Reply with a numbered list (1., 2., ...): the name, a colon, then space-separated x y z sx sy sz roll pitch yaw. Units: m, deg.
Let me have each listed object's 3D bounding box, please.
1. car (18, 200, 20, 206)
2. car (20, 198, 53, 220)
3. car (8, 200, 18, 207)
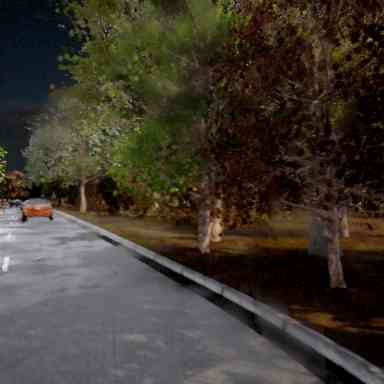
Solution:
1. car: -20.822 1.698 42.635 1.994 1.385 4.181 0 -1 -28
2. car: -12.697 1.291 27.215 2.097 1.767 4.553 0 0 -28
3. car: -38.950 2.519 73.815 4.892 1.490 1.837 -2 -2 38
